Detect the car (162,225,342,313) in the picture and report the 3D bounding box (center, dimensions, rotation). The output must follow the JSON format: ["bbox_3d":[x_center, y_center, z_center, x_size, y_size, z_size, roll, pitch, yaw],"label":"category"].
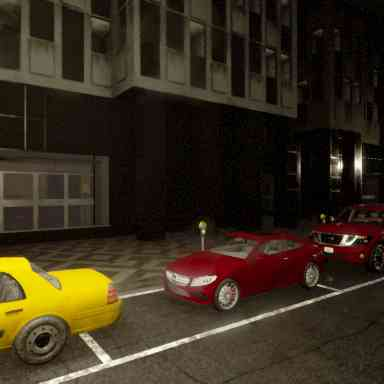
[{"bbox_3d":[1.342,1.581,7.601,4.206,1.307,1.802,0,0,-35],"label":"car"}]

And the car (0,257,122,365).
[{"bbox_3d":[-3.362,1.525,4.257,4.829,1.417,1.752,0,0,-35],"label":"car"}]

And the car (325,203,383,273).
[{"bbox_3d":[5.909,1.314,10.847,5.009,1.841,2.192,0,0,-35],"label":"car"}]
